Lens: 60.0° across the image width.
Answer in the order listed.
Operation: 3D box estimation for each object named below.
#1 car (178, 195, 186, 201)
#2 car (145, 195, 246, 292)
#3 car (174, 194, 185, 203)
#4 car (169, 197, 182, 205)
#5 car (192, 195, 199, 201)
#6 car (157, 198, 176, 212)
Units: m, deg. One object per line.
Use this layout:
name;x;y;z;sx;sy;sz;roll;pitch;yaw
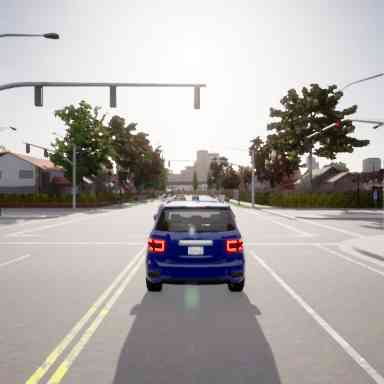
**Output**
car;-2.556;1.546;85.590;1.994;1.385;4.181;0;0;0
car;0.074;1.221;9.098;2.150;2.045;5.566;0;0;0
car;-2.654;1.350;71.056;2.097;1.767;4.553;0;0;0
car;-2.825;1.596;58.313;1.895;1.301;4.718;0;0;1
car;0.961;1.471;88.056;1.882;1.535;5.008;0;0;0
car;-3.007;1.522;39.708;1.812;1.442;4.674;0;0;1
